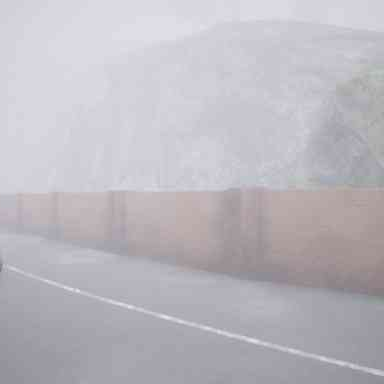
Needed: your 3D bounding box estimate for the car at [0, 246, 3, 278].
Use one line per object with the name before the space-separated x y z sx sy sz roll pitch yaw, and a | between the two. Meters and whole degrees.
car | -7.111 1.471 9.367 4.553 1.767 2.097 -1 -1 43
